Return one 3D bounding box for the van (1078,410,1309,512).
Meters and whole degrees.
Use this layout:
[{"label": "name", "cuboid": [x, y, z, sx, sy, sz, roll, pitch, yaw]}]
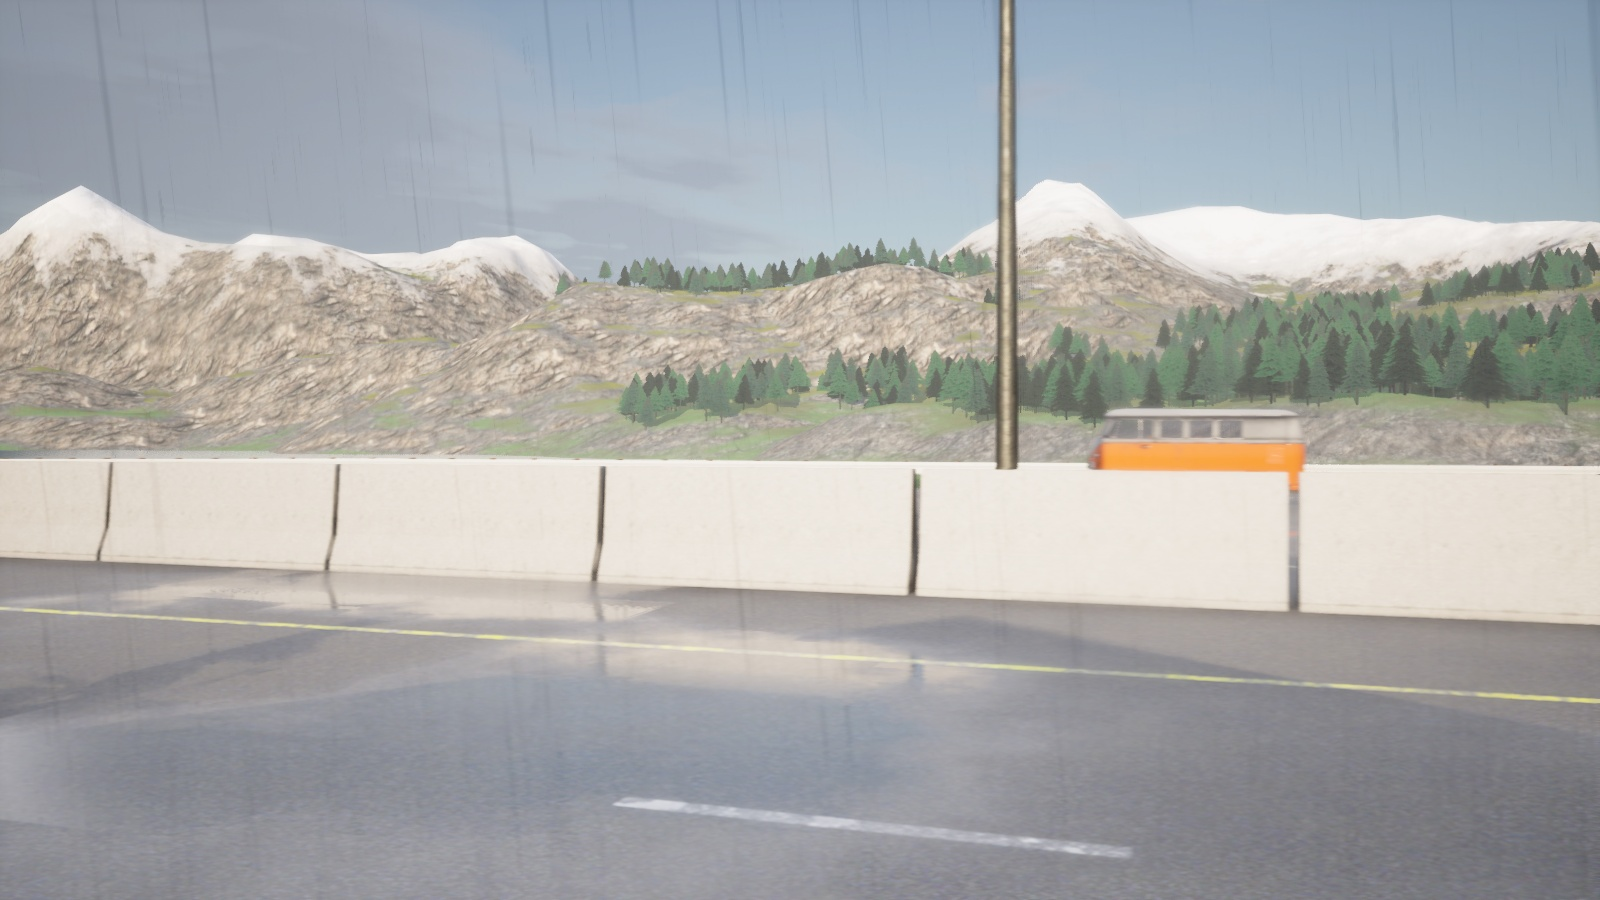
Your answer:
[{"label": "van", "cuboid": [8.193, 0.190, 26.284, 4.442, 1.987, 1.775, 1, 1, 19]}]
